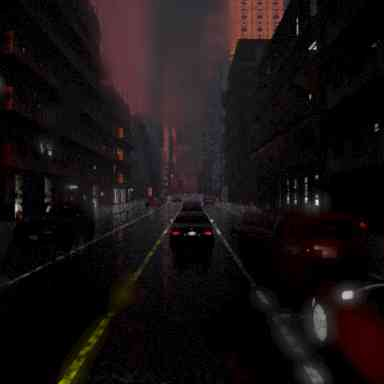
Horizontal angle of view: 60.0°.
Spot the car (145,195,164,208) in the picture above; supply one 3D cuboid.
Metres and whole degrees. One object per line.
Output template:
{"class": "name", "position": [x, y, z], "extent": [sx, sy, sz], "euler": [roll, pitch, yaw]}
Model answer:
{"class": "car", "position": [-5.643, 1.559, 47.675], "extent": [2.008, 1.369, 4.403], "euler": [1, 0, 0]}

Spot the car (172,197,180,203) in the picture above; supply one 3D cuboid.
{"class": "car", "position": [-3.006, 1.614, 67.324], "extent": [1.994, 1.385, 4.181], "euler": [0, 0, 0]}

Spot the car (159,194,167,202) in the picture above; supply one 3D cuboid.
{"class": "car", "position": [-5.644, 1.576, 58.755], "extent": [1.947, 1.339, 4.313], "euler": [1, 0, 0]}

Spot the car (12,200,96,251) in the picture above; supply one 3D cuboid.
{"class": "car", "position": [-5.672, 1.317, 14.433], "extent": [2.192, 1.841, 5.009], "euler": [1, 0, 0]}

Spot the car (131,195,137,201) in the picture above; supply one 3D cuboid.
{"class": "car", "position": [-16.491, 1.511, 86.942], "extent": [4.097, 1.590, 1.967], "euler": [0, -1, 0]}

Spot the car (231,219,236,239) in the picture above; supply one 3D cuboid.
{"class": "car", "position": [2.704, 1.584, 14.485], "extent": [1.802, 1.307, 4.206], "euler": [1, 0, 0]}

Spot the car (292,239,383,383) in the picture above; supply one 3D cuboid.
{"class": "car", "position": [2.704, 1.543, 3.404], "extent": [1.887, 1.381, 4.507], "euler": [1, 0, 0]}

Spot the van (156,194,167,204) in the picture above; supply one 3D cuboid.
{"class": "van", "position": [-5.809, 1.352, 64.296], "extent": [1.690, 1.788, 3.998], "euler": [1, 0, 0]}

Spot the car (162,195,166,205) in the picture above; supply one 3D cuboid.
{"class": "car", "position": [-5.644, 1.591, 53.216], "extent": [1.802, 1.307, 4.206], "euler": [1, 0, 0]}

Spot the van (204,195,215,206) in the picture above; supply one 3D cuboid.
{"class": "van", "position": [2.708, 1.350, 53.268], "extent": [1.690, 1.788, 3.998], "euler": [1, 0, 0]}

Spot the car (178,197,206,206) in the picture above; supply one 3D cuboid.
{"class": "car", "position": [0.000, 1.491, 29.655], "extent": [1.882, 1.535, 5.008], "euler": [0, 0, 0]}

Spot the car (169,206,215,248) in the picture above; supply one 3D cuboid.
{"class": "car", "position": [0.000, 1.566, 14.653], "extent": [2.033, 1.411, 5.357], "euler": [0, 0, 0]}

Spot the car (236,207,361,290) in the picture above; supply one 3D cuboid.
{"class": "car", "position": [2.709, 1.315, 8.945], "extent": [2.192, 1.841, 5.009], "euler": [1, 0, 0]}
